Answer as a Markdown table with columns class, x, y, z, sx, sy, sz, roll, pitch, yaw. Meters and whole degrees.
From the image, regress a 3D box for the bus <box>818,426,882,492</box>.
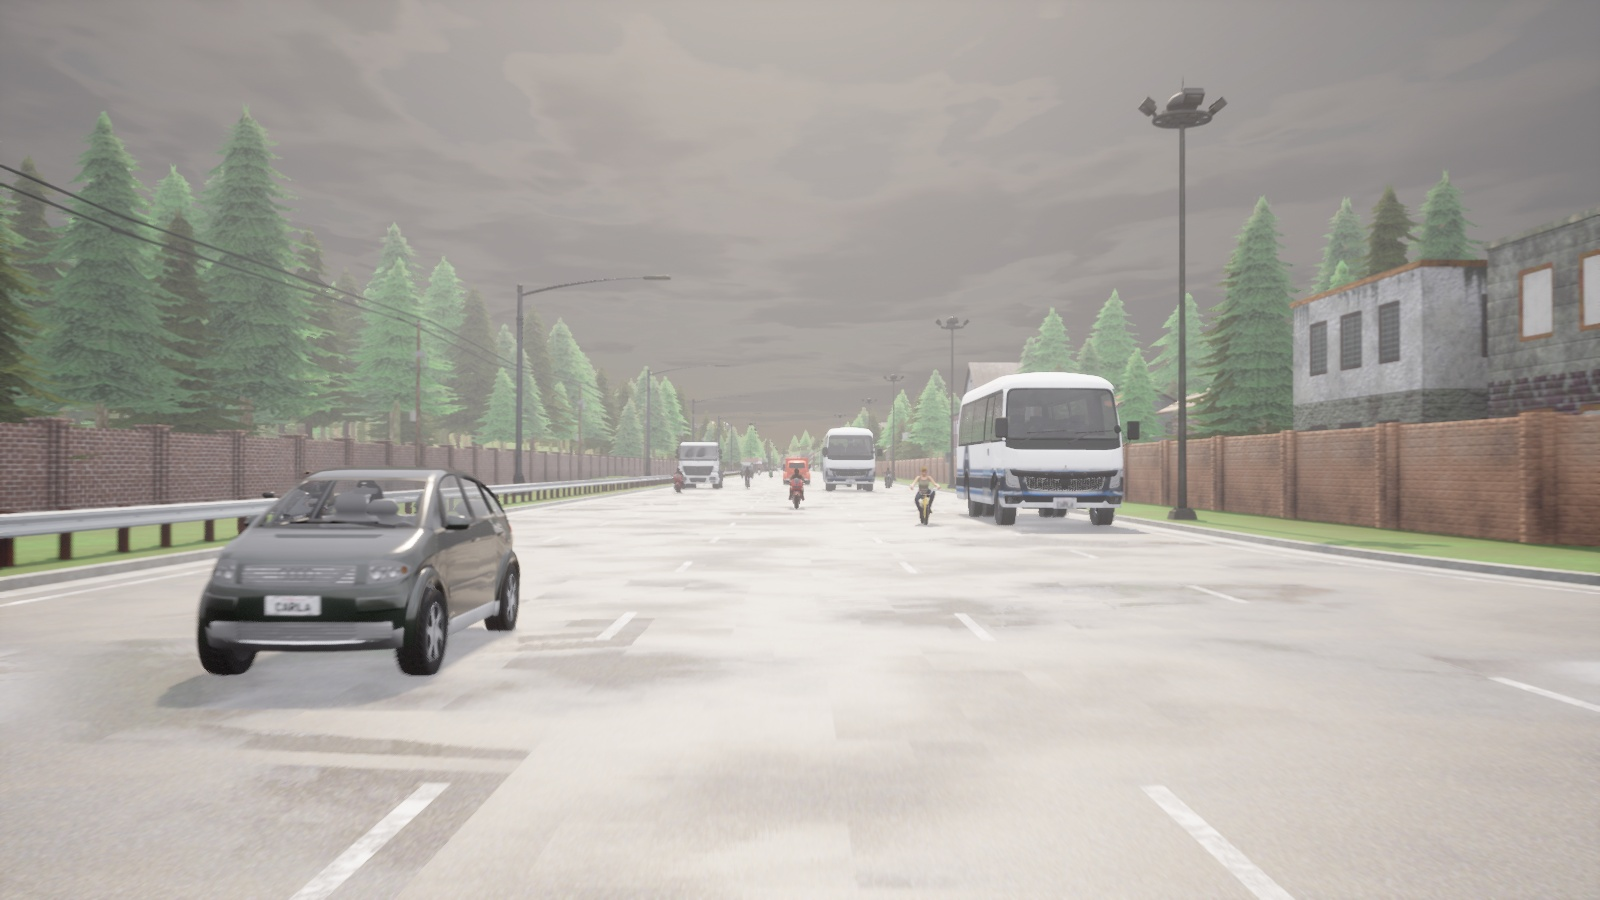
| class | x | y | z | sx | sy | sz | roll | pitch | yaw |
| --- | --- | --- | --- | --- | --- | --- | --- | --- | --- |
| bus | 3.289 | 0.636 | 86.134 | 3.944 | 4.253 | 10.273 | 0 | -1 | 0 |

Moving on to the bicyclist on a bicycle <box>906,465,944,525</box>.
| class | x | y | z | sx | sy | sz | roll | pitch | yaw |
| --- | --- | --- | --- | --- | --- | --- | --- | --- | --- |
| bicyclist on a bicycle | 3.417 | 1.220 | 34.492 | 0.866 | 1.612 | 1.509 | 0 | -1 | 0 |

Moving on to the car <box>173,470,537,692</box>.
| class | x | y | z | sx | sy | sz | roll | pitch | yaw |
| --- | --- | --- | --- | --- | --- | --- | --- | --- | --- |
| car | -3.526 | 0.954 | 10.705 | 1.789 | 1.549 | 3.705 | 0 | -1 | 0 |

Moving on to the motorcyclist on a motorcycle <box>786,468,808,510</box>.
| class | x | y | z | sx | sy | sz | roll | pitch | yaw |
| --- | --- | --- | --- | --- | --- | --- | --- | --- | --- |
| motorcyclist on a motorcycle | -0.113 | 1.463 | 47.513 | 0.797 | 1.523 | 2.044 | 0 | -1 | 0 |

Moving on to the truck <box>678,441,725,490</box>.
| class | x | y | z | sx | sy | sz | roll | pitch | yaw |
| --- | --- | --- | --- | --- | --- | --- | --- | --- | --- |
| truck | -7.226 | 1.171 | 93.083 | 2.891 | 3.462 | 7.936 | 0 | -1 | 0 |

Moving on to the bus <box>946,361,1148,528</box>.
| class | x | y | z | sx | sy | sz | roll | pitch | yaw |
| --- | --- | --- | --- | --- | --- | --- | --- | --- | --- |
| bus | 6.906 | -0.069 | 37.226 | 3.944 | 4.253 | 10.273 | 0 | -1 | 0 |
